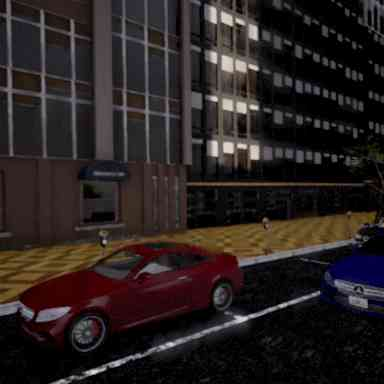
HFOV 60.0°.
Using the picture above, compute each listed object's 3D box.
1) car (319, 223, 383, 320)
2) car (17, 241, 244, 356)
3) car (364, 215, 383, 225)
[{"bbox_3d":[4.540,1.532,6.885,4.674,1.442,1.812,0,0,-38],"label":"car"},{"bbox_3d":[-0.830,1.617,6.077,4.206,1.307,1.802,0,-1,-38],"label":"car"},{"bbox_3d":[8.084,1.564,13.129,4.403,1.369,2.008,0,-1,-38],"label":"car"}]
